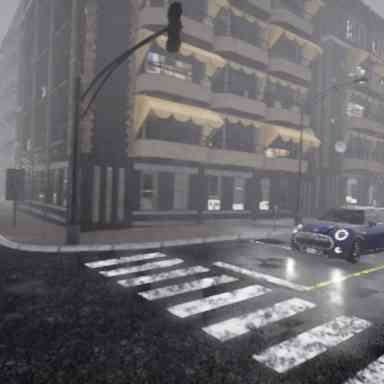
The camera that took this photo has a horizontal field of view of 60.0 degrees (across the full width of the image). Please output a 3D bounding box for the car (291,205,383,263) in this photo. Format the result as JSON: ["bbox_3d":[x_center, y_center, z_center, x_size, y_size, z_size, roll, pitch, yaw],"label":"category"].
[{"bbox_3d":[5.598,1.298,11.802,4.553,1.767,2.097,1,1,-35],"label":"car"}]
